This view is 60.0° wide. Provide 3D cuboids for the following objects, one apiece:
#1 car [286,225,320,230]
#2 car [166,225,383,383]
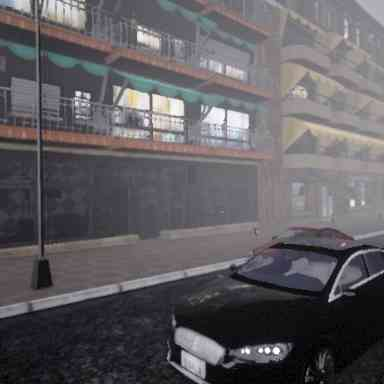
[{"bbox_3d":[3.436,1.673,9.934,4.206,1.307,1.802,0,-2,-41],"label":"car"},{"bbox_3d":[1.841,1.540,5.100,4.902,1.511,2.128,0,-1,-42],"label":"car"}]
